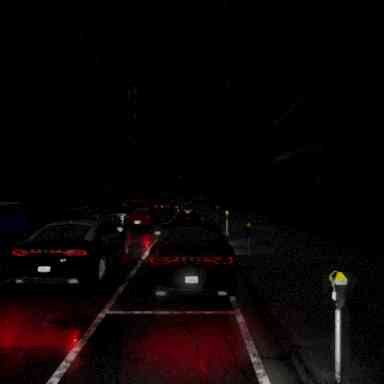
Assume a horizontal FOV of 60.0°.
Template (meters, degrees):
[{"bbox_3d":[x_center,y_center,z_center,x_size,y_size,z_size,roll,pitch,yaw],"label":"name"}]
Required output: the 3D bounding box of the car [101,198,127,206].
[{"bbox_3d":[-8.815,1.573,36.483,1.947,1.339,4.313,0,0,0],"label":"car"}]

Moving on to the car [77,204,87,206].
[{"bbox_3d":[-8.815,1.585,25.481,1.802,1.307,4.206,0,0,0],"label":"car"}]

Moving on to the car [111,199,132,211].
[{"bbox_3d":[-8.815,1.591,41.985,1.802,1.307,4.206,0,0,0],"label":"car"}]

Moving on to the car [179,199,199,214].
[{"bbox_3d":[-0.290,1.557,36.484,2.008,1.369,4.403,0,0,0],"label":"car"}]

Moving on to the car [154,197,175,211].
[{"bbox_3d":[-3.079,1.554,36.758,2.033,1.411,5.357,0,0,0],"label":"car"}]

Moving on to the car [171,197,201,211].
[{"bbox_3d":[-0.290,1.443,25.481,1.967,1.590,4.097,0,0,0],"label":"car"}]

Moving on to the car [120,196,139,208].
[{"bbox_3d":[-8.816,1.452,47.486,1.967,1.590,4.097,0,0,0],"label":"car"}]

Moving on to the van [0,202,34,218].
[{"bbox_3d":[-8.815,1.342,14.478,1.690,1.788,3.998,0,0,0],"label":"van"}]

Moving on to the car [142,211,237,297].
[{"bbox_3d":[-0.006,1.478,8.650,1.882,1.535,5.008,0,0,0],"label":"car"}]

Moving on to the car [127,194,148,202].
[{"bbox_3d":[-6.229,1.227,37.054,2.150,2.045,5.566,0,0,0],"label":"car"}]

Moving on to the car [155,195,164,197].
[{"bbox_3d":[-8.782,1.643,84.589,1.802,1.307,4.206,0,0,0],"label":"car"}]

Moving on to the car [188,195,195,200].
[{"bbox_3d":[-0.237,1.636,95.394,2.008,1.369,4.403,0,0,0],"label":"car"}]

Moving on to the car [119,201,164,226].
[{"bbox_3d":[-3.084,1.527,21.091,1.812,1.442,4.674,0,0,0],"label":"car"}]

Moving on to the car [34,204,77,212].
[{"bbox_3d":[-8.815,1.568,19.979,1.947,1.339,4.313,0,0,0],"label":"car"}]

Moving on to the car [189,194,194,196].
[{"bbox_3d":[-0.257,1.501,84.576,1.967,1.590,4.097,0,0,0],"label":"car"}]

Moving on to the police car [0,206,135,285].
[{"bbox_3d":[-3.146,1.425,9.649,1.930,1.638,5.238,0,0,0],"label":"police car"}]
